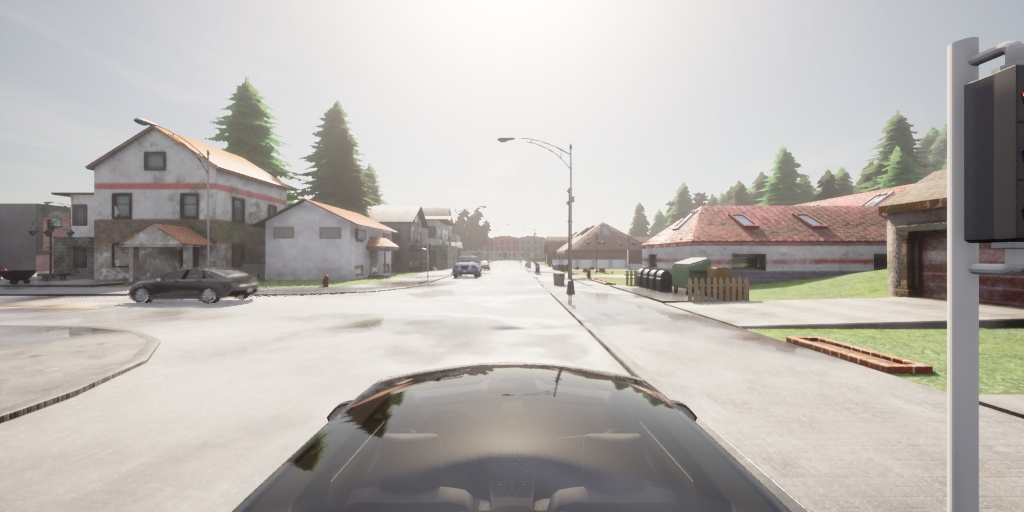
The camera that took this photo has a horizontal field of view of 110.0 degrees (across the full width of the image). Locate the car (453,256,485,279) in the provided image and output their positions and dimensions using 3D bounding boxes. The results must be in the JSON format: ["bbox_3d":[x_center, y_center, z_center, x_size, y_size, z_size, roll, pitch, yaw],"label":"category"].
[{"bbox_3d":[-4.089,0.971,33.539,2.150,2.045,5.566,0,0,0],"label":"car"}]

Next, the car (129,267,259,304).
[{"bbox_3d":[-13.831,1.254,15.709,4.892,1.490,1.837,0,1,2],"label":"car"}]

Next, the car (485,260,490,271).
[{"bbox_3d":[-4.076,1.314,50.187,1.994,1.385,4.181,0,0,0],"label":"car"}]
